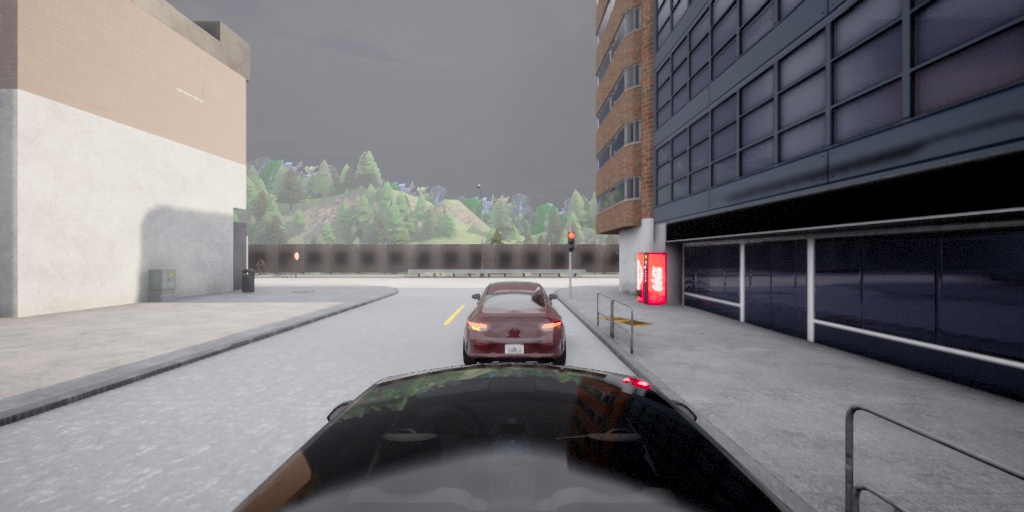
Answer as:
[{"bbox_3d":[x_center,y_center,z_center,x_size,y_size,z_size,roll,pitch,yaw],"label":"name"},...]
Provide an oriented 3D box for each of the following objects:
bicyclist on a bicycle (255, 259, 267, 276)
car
[{"bbox_3d":[-24.184,1.095,34.517,0.582,1.620,1.656,0,0,0],"label":"bicyclist on a bicycle"},{"bbox_3d":[0.059,1.275,7.844,1.812,1.442,4.674,0,0,1],"label":"car"}]
